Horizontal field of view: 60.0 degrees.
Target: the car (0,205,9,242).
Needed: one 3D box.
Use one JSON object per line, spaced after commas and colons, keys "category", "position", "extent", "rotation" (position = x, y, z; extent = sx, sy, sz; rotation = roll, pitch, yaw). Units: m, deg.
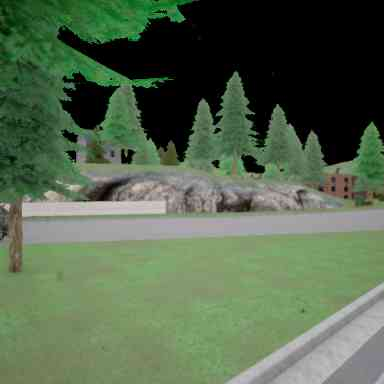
{"category": "car", "position": [-10.498, 1.356, 15.016], "extent": [4.553, 1.767, 2.097], "rotation": [0, 0, -21]}
